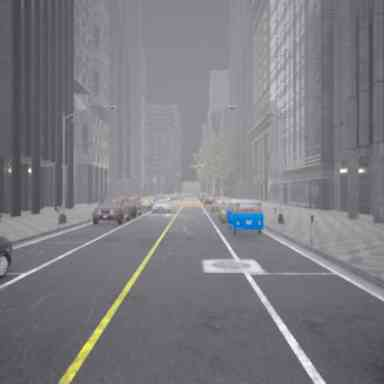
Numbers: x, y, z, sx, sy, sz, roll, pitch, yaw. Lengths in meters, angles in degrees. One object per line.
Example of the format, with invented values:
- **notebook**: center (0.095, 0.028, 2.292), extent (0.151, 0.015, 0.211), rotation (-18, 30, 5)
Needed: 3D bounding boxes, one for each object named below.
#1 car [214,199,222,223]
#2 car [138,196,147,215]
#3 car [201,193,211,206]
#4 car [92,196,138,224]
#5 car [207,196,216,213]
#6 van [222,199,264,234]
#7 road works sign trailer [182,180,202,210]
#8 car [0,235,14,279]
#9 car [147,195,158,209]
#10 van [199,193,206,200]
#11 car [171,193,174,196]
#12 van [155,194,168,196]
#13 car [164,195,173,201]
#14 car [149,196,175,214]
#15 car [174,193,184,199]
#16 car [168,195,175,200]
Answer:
- **car**: center (2.855, 1.482, 24.371), extent (1.752, 1.417, 4.829), rotation (0, 0, 0)
- **car**: center (-5.673, 1.257, 29.859), extent (2.192, 1.841, 5.009), rotation (0, 0, 0)
- **car**: center (2.847, 1.317, 52.400), extent (1.967, 1.590, 4.097), rotation (0, 0, 0)
- **car**: center (-5.671, 1.272, 24.219), extent (2.192, 1.841, 5.009), rotation (0, 0, 0)
- **car**: center (2.858, 1.449, 35.684), extent (1.752, 1.417, 4.829), rotation (0, 0, 1)
- **van**: center (2.856, 1.313, 18.559), extent (1.690, 1.788, 3.998), rotation (0, 0, 0)
- **road works sign trailer**: center (-0.009, 0.374, 40.338), extent (2.380, 3.560, 2.880), rotation (0, 0, 0)
- **car**: center (-5.668, 1.542, 7.300), extent (2.008, 1.369, 4.403), rotation (0, 0, 0)
- **car**: center (-5.676, 1.434, 40.928), extent (1.752, 1.417, 4.829), rotation (0, 0, 1)
- **van**: center (2.836, 1.178, 91.876), extent (1.690, 1.788, 3.998), rotation (0, 0, 0)
- **car**: center (-5.685, 1.287, 74.969), extent (1.967, 1.590, 4.097), rotation (0, 0, 0)
- **van**: center (-5.680, 1.207, 58.052), extent (1.690, 1.788, 3.998), rotation (0, 0, 0)
- **car**: center (-5.687, 1.388, 80.608), extent (1.887, 1.381, 4.507), rotation (0, 0, 0)
- **car**: center (-3.101, 1.451, 35.252), extent (1.812, 1.442, 4.674), rotation (0, 0, 0)
- **car**: center (-3.019, 1.128, 77.694), extent (2.097, 1.767, 4.553), rotation (0, 0, 0)
- **car**: center (-5.689, 1.418, 91.886), extent (1.802, 1.307, 4.206), rotation (0, 0, 0)
